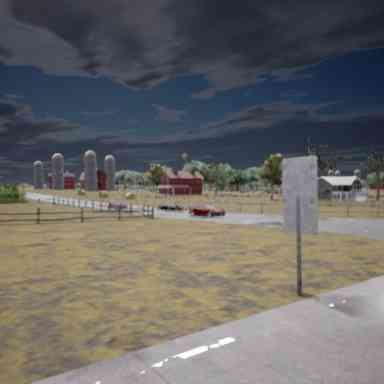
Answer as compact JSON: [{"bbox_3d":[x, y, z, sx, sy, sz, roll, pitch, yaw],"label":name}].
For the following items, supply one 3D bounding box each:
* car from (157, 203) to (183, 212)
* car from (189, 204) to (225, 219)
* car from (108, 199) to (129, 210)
[{"bbox_3d":[-3.401,2.261,50.163,1.895,1.301,4.718,-1,1,-36],"label":"car"},{"bbox_3d":[1.601,2.049,36.819,1.882,1.535,5.008,-1,0,-36],"label":"car"},{"bbox_3d":[-12.575,2.044,56.756,2.097,1.767,4.553,-1,1,-35],"label":"car"}]
